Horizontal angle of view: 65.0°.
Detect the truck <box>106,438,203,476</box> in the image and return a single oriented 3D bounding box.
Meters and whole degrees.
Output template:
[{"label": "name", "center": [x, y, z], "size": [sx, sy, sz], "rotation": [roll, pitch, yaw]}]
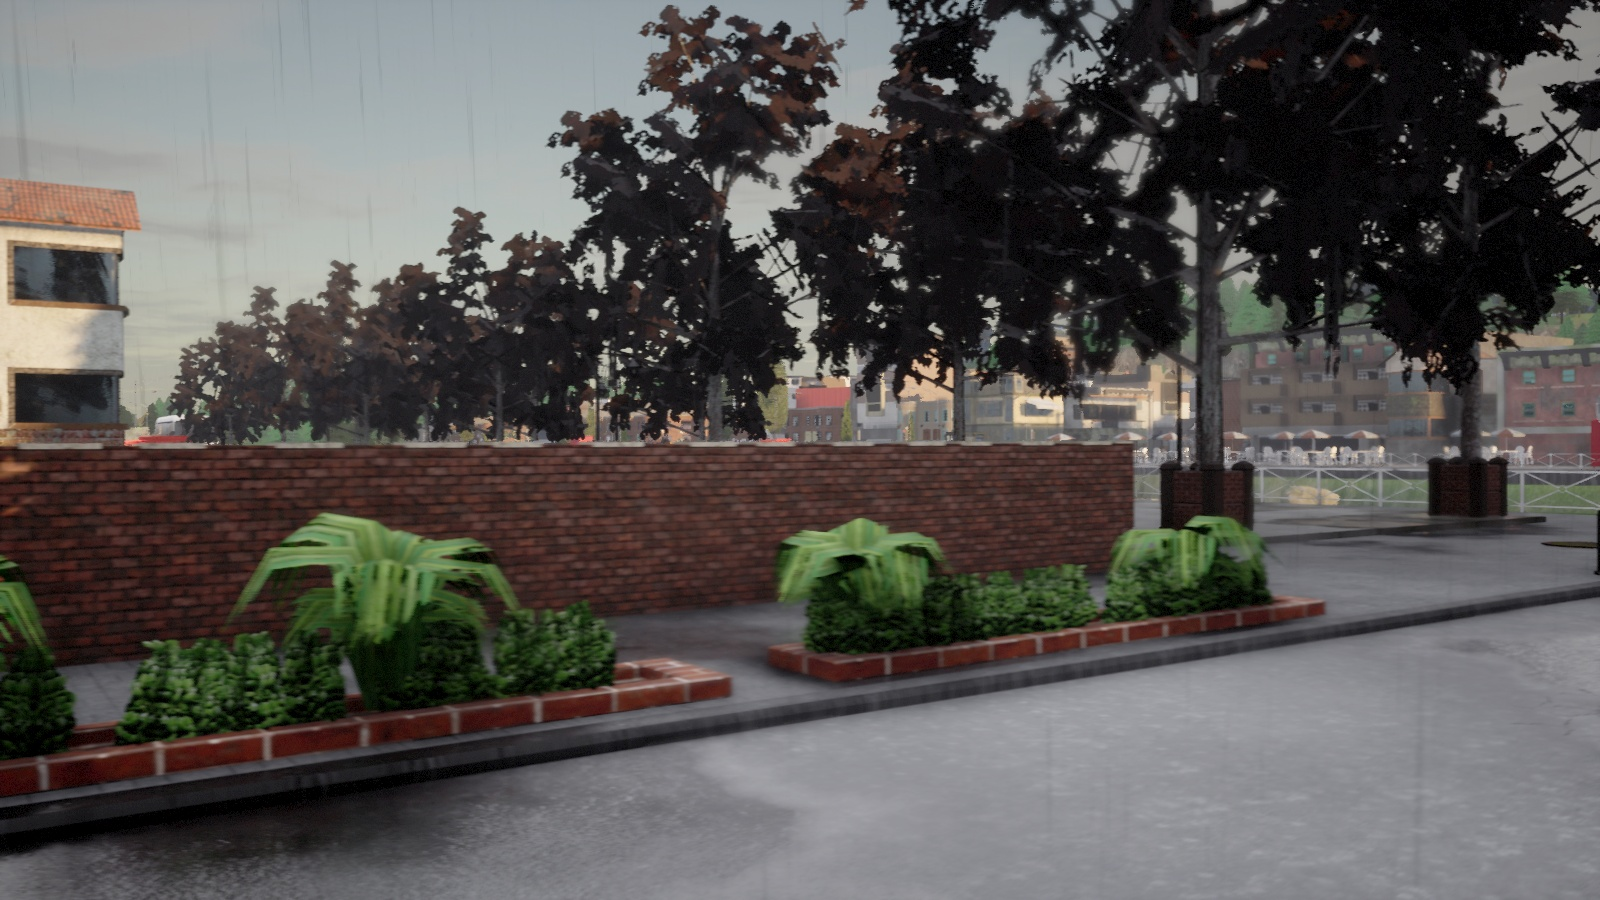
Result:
[{"label": "truck", "center": [-43.787, 0.448, 85.243], "size": [2.627, 2.467, 5.204], "rotation": [0, 1, 44]}]
